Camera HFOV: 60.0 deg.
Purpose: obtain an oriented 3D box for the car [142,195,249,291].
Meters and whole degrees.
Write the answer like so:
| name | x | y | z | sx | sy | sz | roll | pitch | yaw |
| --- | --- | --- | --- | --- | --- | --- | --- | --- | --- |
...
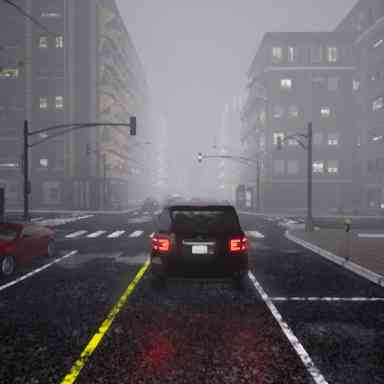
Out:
| name | x | y | z | sx | sy | sz | roll | pitch | yaw |
| --- | --- | --- | --- | --- | --- | --- | --- | --- | --- |
| car | 0.180 | 1.219 | 9.183 | 2.150 | 2.045 | 5.566 | 0 | 0 | 1 |

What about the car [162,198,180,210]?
| name | x | y | z | sx | sy | sz | roll | pitch | yaw |
| --- | --- | --- | --- | --- | --- | --- | --- | --- | --- |
| car | -2.634 | 1.556 | 43.141 | 1.994 | 1.385 | 4.181 | 0 | 0 | 2 |

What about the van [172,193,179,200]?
| name | x | y | z | sx | sy | sz | roll | pitch | yaw |
| --- | --- | --- | --- | --- | --- | --- | --- | --- | --- |
| van | -4.709 | 1.328 | 93.261 | 1.690 | 1.788 | 3.998 | 0 | 0 | 1 |

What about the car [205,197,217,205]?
| name | x | y | z | sx | sy | sz | roll | pitch | yaw |
| --- | --- | --- | --- | --- | --- | --- | --- | --- | --- |
| car | 3.309 | 1.536 | 59.335 | 1.887 | 1.381 | 4.507 | 0 | 0 | 1 |

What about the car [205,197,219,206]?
| name | x | y | z | sx | sy | sz | roll | pitch | yaw |
| --- | --- | --- | --- | --- | --- | --- | --- | --- | --- |
| car | 3.249 | 1.542 | 53.697 | 2.008 | 1.369 | 4.403 | 0 | 0 | 1 |

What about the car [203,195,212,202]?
| name | x | y | z | sx | sy | sz | roll | pitch | yaw |
| --- | --- | --- | --- | --- | --- | --- | --- | --- | --- |
| car | 3.490 | 1.430 | 76.251 | 1.967 | 1.590 | 4.097 | 0 | 0 | 1 |

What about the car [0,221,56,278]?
| name | x | y | z | sx | sy | sz | roll | pitch | yaw |
| --- | --- | --- | --- | --- | --- | --- | --- | --- | --- |
| car | -5.598 | 1.580 | 10.106 | 1.802 | 1.307 | 4.206 | 0 | 0 | 1 |

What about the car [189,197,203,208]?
| name | x | y | z | sx | sy | sz | roll | pitch | yaw |
| --- | --- | --- | --- | --- | --- | --- | --- | --- | --- |
| car | 0.597 | 1.469 | 47.764 | 1.882 | 1.535 | 5.008 | 0 | 0 | 1 |

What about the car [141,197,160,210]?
| name | x | y | z | sx | sy | sz | roll | pitch | yaw |
| --- | --- | --- | --- | --- | --- | --- | --- | --- | --- |
| car | -5.252 | 1.433 | 42.515 | 1.967 | 1.590 | 4.097 | 0 | 0 | 1 |

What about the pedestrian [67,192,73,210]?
| name | x | y | z | sx | sy | sz | roll | pitch | yaw |
| --- | --- | --- | --- | --- | --- | --- | --- | --- | --- |
| pedestrian | -12.367 | 0.897 | 33.584 | 0.375 | 1.860 | 0.375 | 0 | -1 | 0 |

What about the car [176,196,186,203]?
| name | x | y | z | sx | sy | sz | roll | pitch | yaw |
| --- | --- | --- | --- | --- | --- | --- | --- | --- | --- |
| car | -2.276 | 1.546 | 68.862 | 1.994 | 1.385 | 4.181 | 0 | 0 | 1 |
